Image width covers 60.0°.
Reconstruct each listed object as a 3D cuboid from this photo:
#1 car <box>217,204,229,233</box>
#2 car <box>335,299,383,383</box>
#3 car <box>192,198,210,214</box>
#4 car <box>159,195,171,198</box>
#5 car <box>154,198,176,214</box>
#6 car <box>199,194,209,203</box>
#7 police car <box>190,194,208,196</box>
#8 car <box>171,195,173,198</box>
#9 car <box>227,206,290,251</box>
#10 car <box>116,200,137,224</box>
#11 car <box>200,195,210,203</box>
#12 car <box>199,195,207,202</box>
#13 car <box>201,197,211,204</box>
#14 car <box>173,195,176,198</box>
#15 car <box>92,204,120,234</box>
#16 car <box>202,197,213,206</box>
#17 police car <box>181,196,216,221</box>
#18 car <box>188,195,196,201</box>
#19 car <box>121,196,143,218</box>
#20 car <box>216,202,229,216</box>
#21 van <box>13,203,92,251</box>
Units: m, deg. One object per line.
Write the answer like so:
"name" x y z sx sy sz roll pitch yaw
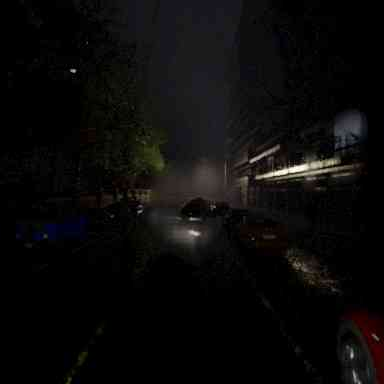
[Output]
"car" 2.691 1.595 19.326 1.802 1.307 4.206 0 0 0
"car" 2.690 1.441 2.435 1.967 1.590 4.097 0 0 0
"car" 0.904 1.511 37.348 1.882 1.535 5.008 0 0 0
"car" -5.686 1.517 64.370 1.967 1.590 4.097 0 0 0
"car" -3.094 1.633 36.642 1.895 1.301 4.718 0 0 0
"car" 2.695 1.414 75.629 2.192 1.841 5.009 0 0 0
"police car" 0.904 1.466 43.459 1.930 1.638 5.238 0 0 0
"car" -5.685 1.529 69.998 1.967 1.590 4.097 0 0 0
"car" 2.691 1.534 13.866 1.752 1.417 4.829 0 0 0
"car" -5.689 1.564 24.957 1.887 1.381 4.507 0 0 0
"car" 2.696 1.528 69.999 1.967 1.590 4.097 0 0 0
"car" 2.696 1.551 81.260 1.967 1.590 4.097 0 0 0
"car" 2.695 1.621 64.369 1.887 1.381 4.507 0 0 0
"car" -5.684 1.662 81.260 2.008 1.369 4.403 0 0 0
"car" -5.689 1.596 19.326 1.802 1.307 4.206 0 0 0
"car" 2.695 1.610 58.739 1.887 1.381 4.507 0 0 0
"police car" 0.446 1.447 27.646 1.930 1.638 5.238 0 0 12
"car" 0.008 1.452 82.968 1.882 1.535 5.008 0 0 0
"car" -5.688 1.340 30.589 2.192 1.841 5.009 0 0 0
"car" 2.692 1.591 30.589 1.947 1.339 4.313 0 0 0
"van" -5.689 1.350 13.696 1.690 1.788 3.998 0 0 0
